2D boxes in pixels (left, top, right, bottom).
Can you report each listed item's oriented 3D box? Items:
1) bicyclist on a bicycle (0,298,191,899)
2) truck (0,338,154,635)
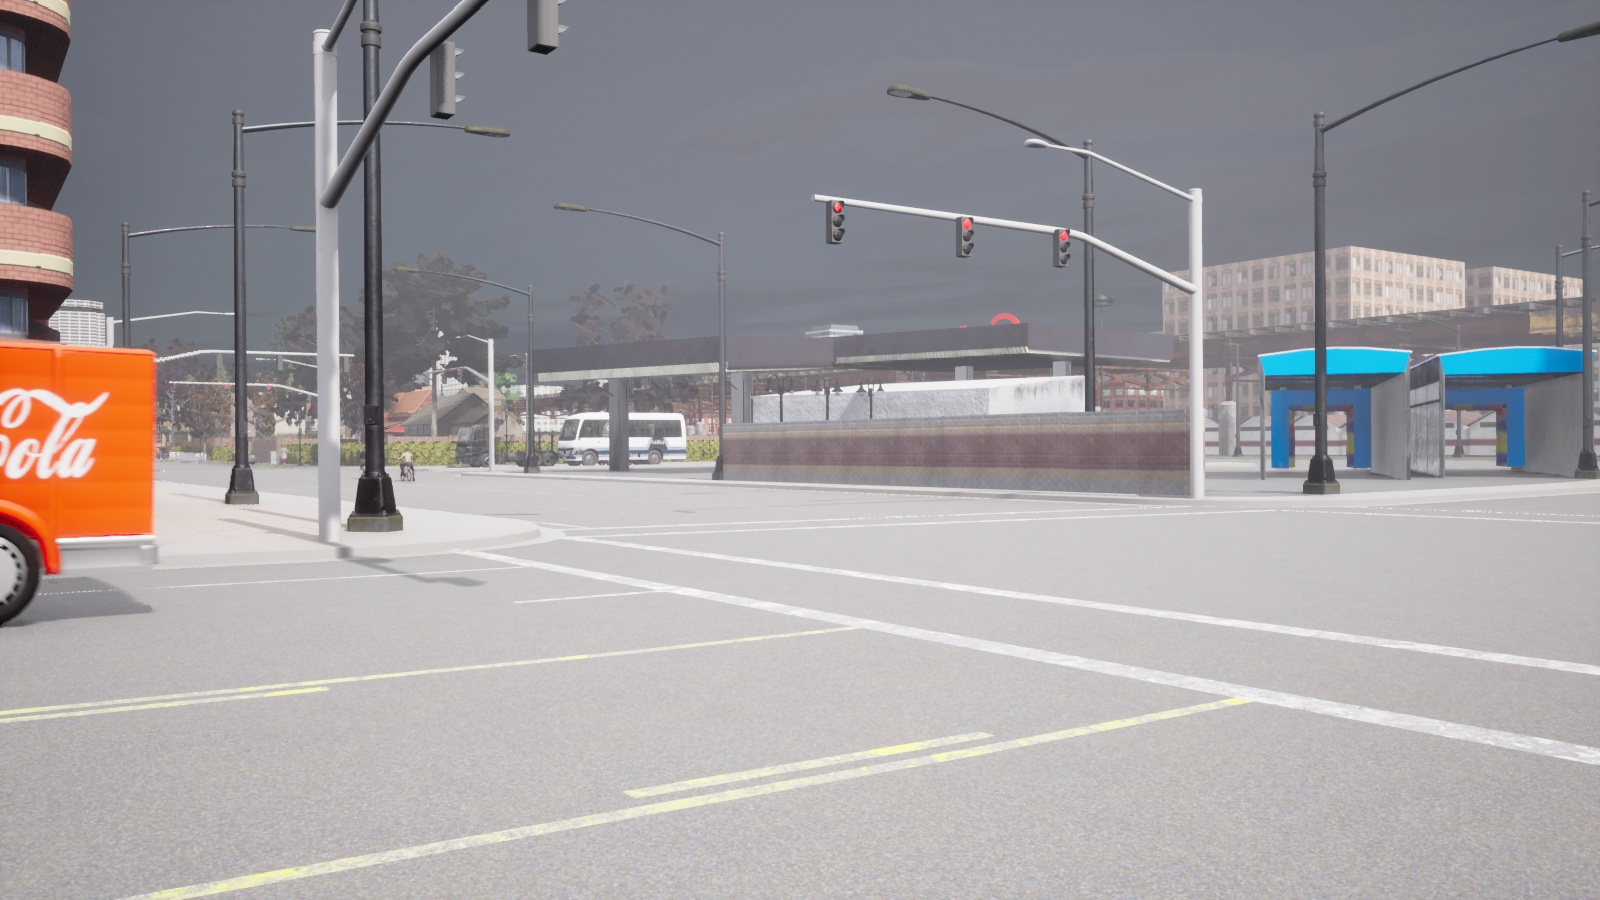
[{"bbox_3d":[-2.100,0.623,2.117,1.843,1.776,0.659,0,0,-36],"label":"bicyclist on a bicycle"},{"bbox_3d":[-8.591,0.299,10.562,5.204,2.467,2.627,0,0,-38],"label":"truck"}]
